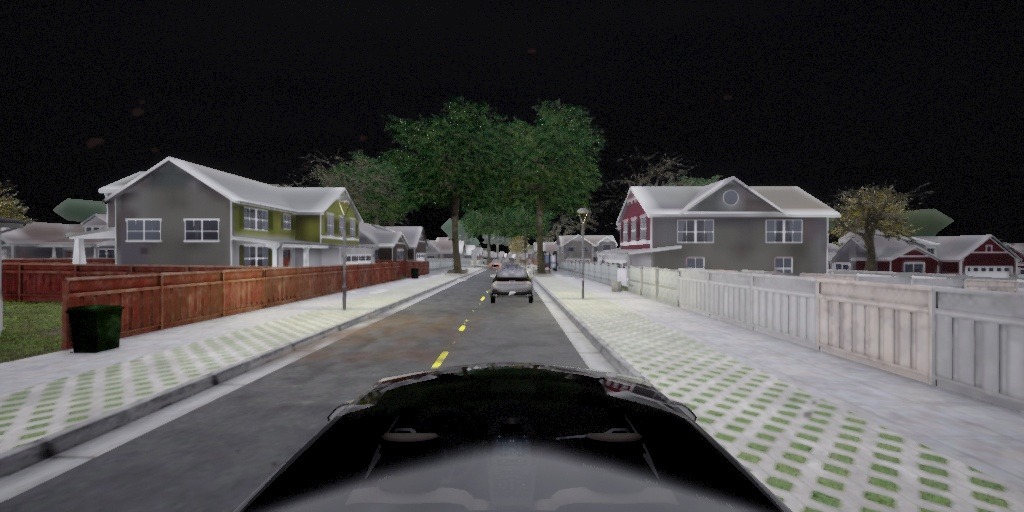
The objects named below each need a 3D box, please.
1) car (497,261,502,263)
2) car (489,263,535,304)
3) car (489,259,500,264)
[{"bbox_3d":[0.000,1.373,31.504,2.033,1.411,5.357,0,0,0],"label":"car"},{"bbox_3d":[0.000,1.259,16.502,2.128,1.511,4.902,0,0,0],"label":"car"},{"bbox_3d":[-2.750,1.379,61.419,2.097,1.767,4.553,0,0,0],"label":"car"}]
